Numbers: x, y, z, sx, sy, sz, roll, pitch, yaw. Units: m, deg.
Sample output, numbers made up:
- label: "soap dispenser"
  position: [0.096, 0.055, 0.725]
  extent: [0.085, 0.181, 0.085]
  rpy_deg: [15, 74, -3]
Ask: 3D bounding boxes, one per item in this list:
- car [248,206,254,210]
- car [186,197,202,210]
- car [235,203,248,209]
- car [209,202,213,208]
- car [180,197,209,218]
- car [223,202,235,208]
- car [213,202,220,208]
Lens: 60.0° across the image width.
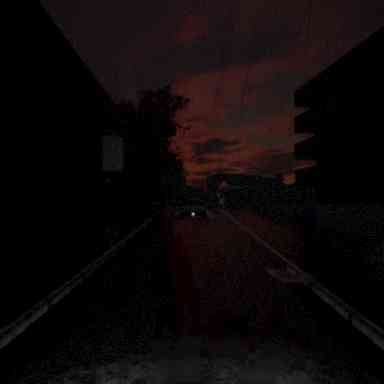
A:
- label: "car"
  position: [13.629, 4.274, 84.712]
  extent: [1.946, 1.575, 5.366]
  rpy_deg: [7, -5, -30]
- label: "car"
  position: [0.283, 1.418, 41.489]
  extent: [1.812, 1.442, 4.674]
  rpy_deg: [0, -2, 1]
- label: "car"
  position: [10.796, 3.727, 84.020]
  extent: [2.435, 2.045, 5.566]
  rpy_deg: [8, -5, -30]
- label: "car"
  position: [1.948, 2.993, 82.378]
  extent: [2.435, 2.045, 5.566]
  rpy_deg: [2, -4, -30]
- label: "car"
  position: [0.094, 1.296, 26.061]
  extent: [1.895, 1.301, 4.718]
  rpy_deg: [0, 0, 0]
- label: "car"
  position: [7.799, 3.551, 83.462]
  extent: [2.185, 1.767, 4.553]
  rpy_deg: [7, -5, -30]
- label: "car"
  position: [4.827, 3.294, 82.965]
  extent: [2.185, 1.767, 4.553]
  rpy_deg: [5, -4, -31]
